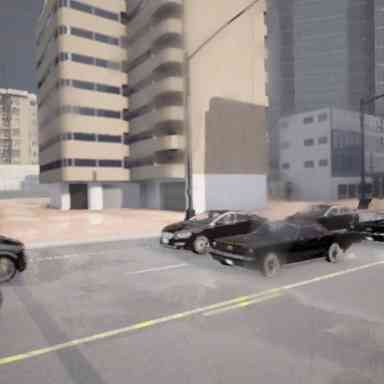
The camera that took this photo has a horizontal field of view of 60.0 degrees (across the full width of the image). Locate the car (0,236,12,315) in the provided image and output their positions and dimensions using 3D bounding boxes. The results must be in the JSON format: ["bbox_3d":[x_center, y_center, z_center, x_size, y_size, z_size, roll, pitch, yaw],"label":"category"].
[{"bbox_3d":[-5.548,1.556,4.326,5.357,1.411,2.033,0,0,-35],"label":"car"}]

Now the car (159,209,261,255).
[{"bbox_3d":[1.048,1.461,13.298,4.902,1.511,2.128,-1,0,-35],"label":"car"}]

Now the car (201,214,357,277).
[{"bbox_3d":[2.822,1.572,10.264,4.718,1.301,1.895,0,0,-35],"label":"car"}]

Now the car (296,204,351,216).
[{"bbox_3d":[6.806,1.397,17.321,4.902,1.511,2.128,-1,1,-35],"label":"car"}]

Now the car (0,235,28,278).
[{"bbox_3d":[-6.324,1.568,8.074,4.181,1.385,1.994,0,0,-35],"label":"car"}]

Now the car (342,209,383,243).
[{"bbox_3d":[8.816,1.506,14.456,4.718,1.301,1.895,-1,1,-35],"label":"car"}]
